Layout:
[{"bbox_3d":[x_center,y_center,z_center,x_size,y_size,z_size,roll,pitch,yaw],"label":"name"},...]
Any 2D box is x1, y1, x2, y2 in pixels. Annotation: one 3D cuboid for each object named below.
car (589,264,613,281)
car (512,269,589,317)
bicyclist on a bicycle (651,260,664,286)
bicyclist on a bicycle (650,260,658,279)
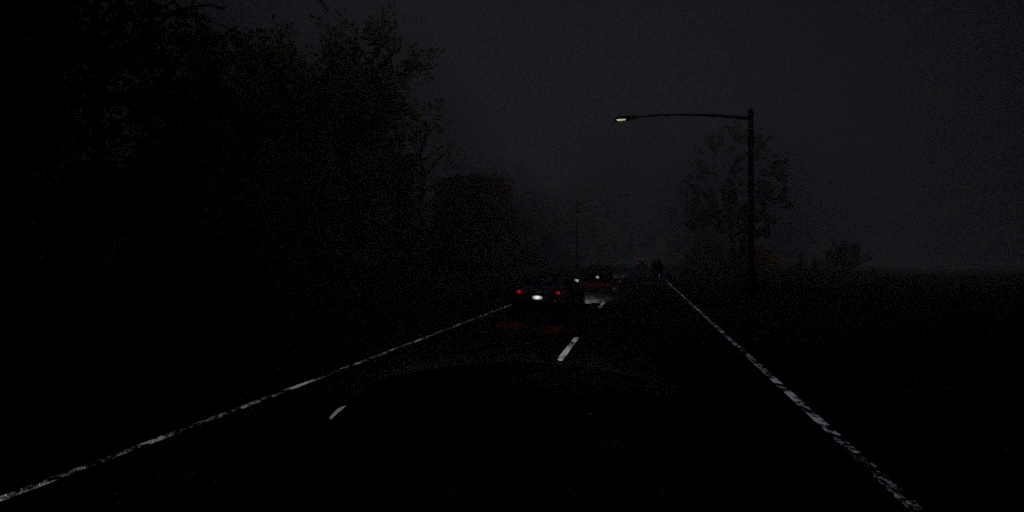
[{"bbox_3d":[7.504,1.357,30.419,1.895,1.301,4.718,0,0,20],"label":"car"},{"bbox_3d":[1.492,1.316,13.461,1.994,1.385,4.181,0,0,20],"label":"car"},{"bbox_3d":[10.051,1.126,24.537,0.659,1.776,1.843,0,0,19],"label":"bicyclist on a bicycle"},{"bbox_3d":[12.991,1.211,32.830,0.582,1.620,1.656,0,0,19],"label":"bicyclist on a bicycle"}]
